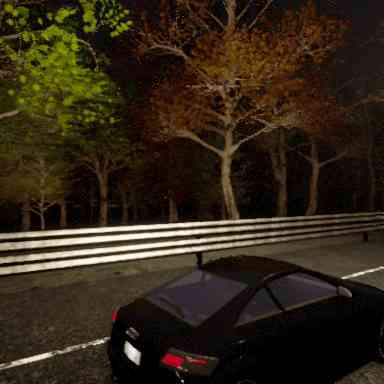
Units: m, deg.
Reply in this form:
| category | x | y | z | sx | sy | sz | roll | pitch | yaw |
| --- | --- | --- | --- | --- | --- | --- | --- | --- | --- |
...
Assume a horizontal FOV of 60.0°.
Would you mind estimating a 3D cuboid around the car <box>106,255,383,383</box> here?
| category | x | y | z | sx | sy | sz | roll | pitch | yaw |
| --- | --- | --- | --- | --- | --- | --- | --- | --- | --- |
| car | 1.031 | 1.590 | 4.490 | 4.181 | 1.385 | 1.994 | 1 | 0 | -36 |
